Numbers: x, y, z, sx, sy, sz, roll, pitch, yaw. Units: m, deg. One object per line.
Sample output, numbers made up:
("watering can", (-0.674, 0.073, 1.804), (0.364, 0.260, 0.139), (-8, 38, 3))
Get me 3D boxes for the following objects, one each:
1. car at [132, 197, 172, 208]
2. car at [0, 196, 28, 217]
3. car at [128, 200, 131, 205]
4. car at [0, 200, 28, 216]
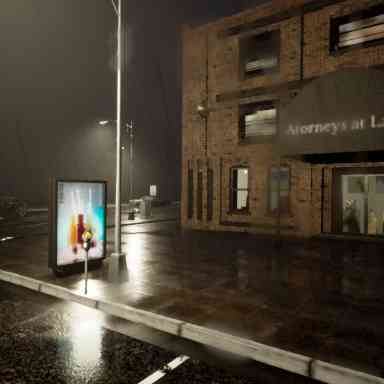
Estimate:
("car", (-4.799, 1.311, 42.616), (2.033, 1.411, 5.357), (1, 1, 36))
("car", (-16.006, 1.232, 27.136), (2.097, 1.767, 4.553), (1, 1, 35))
("car", (-6.505, 1.315, 45.783), (1.895, 1.301, 4.718), (1, 1, 36))
("car", (-17.745, 1.429, 30.348), (1.895, 1.301, 4.718), (1, 1, 33))
